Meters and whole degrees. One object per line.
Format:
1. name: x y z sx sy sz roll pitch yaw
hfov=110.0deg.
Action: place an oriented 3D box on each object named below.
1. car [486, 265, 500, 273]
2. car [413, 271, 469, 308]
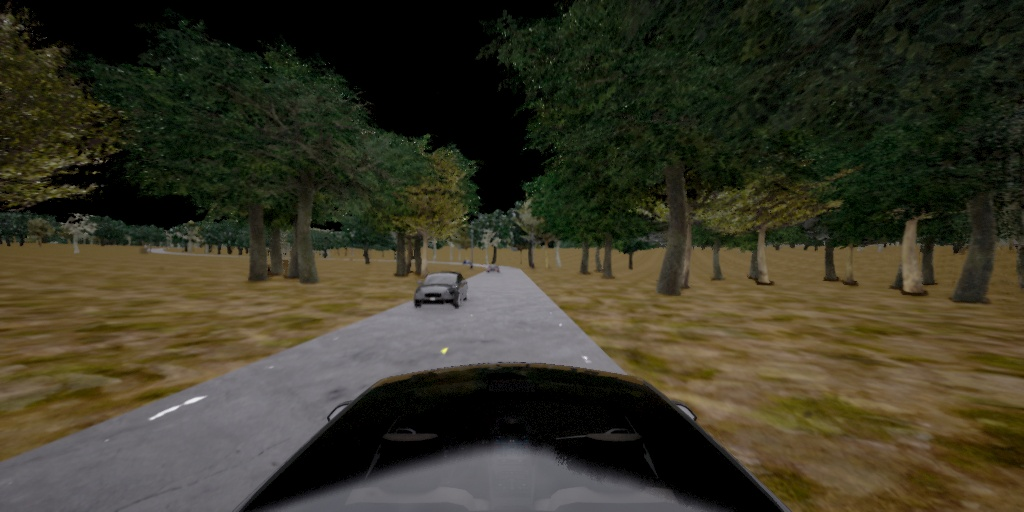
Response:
1. car: -3.046 2.090 58.377 1.994 1.385 4.181 0 -1 0
2. car: -3.100 1.465 16.458 1.837 1.490 4.892 0 -1 0
